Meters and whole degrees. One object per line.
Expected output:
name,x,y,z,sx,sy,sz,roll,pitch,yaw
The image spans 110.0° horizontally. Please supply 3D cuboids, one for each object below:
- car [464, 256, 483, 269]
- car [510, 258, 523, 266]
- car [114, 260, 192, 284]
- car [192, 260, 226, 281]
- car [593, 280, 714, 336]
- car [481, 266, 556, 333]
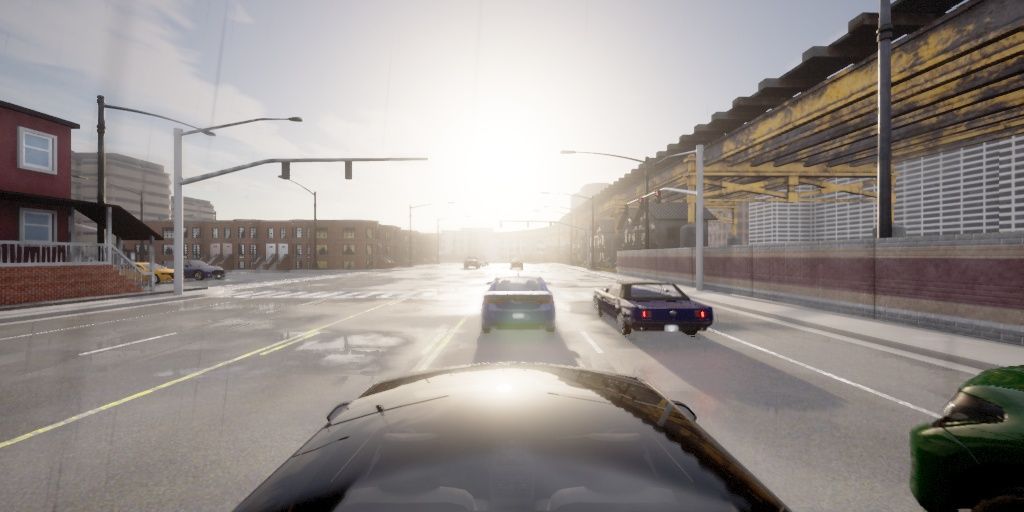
car,-6.348,0.971,57.603,2.150,2.045,5.566,0,0,1
car,0.743,1.241,55.501,2.128,1.511,4.902,0,0,2
car,-27.095,1.228,26.423,5.008,1.535,1.882,0,0,0
car,-26.669,1.102,29.923,4.553,1.767,2.097,0,0,1
car,3.685,1.351,10.383,1.895,1.301,4.718,0,0,1
car,0.190,1.228,10.804,1.882,1.535,5.008,0,0,1
